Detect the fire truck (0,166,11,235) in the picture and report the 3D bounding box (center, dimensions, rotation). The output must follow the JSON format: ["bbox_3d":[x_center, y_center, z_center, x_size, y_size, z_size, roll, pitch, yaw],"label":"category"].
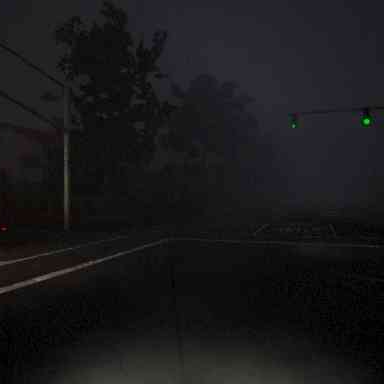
[{"bbox_3d":[-12.384,0.341,14.842,8.468,3.827,2.891,0,0,20],"label":"fire truck"}]
